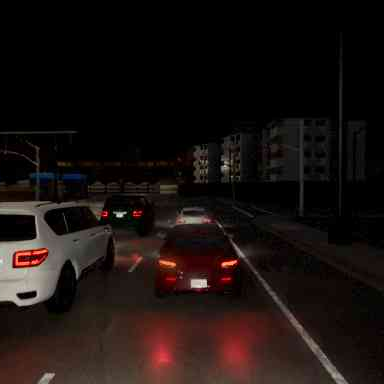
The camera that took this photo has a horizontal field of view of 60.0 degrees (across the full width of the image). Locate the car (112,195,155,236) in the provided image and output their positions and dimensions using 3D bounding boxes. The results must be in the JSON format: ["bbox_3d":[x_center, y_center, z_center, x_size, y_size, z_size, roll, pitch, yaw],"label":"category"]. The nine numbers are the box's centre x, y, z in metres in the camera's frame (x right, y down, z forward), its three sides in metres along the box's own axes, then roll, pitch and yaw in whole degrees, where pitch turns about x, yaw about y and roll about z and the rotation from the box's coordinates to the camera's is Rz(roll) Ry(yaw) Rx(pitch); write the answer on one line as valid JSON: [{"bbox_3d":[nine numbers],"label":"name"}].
[{"bbox_3d":[-3.352,1.179,18.162,2.150,2.045,5.566,0,0,0],"label":"car"}]

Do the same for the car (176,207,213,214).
[{"bbox_3d":[0.114,1.490,17.533,1.812,1.442,4.674,0,0,1],"label":"car"}]

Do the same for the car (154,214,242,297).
[{"bbox_3d":[0.120,1.521,8.446,1.812,1.442,4.674,0,0,0],"label":"car"}]

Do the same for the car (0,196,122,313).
[{"bbox_3d":[-3.383,1.217,7.803,2.150,2.045,5.566,0,0,0],"label":"car"}]
